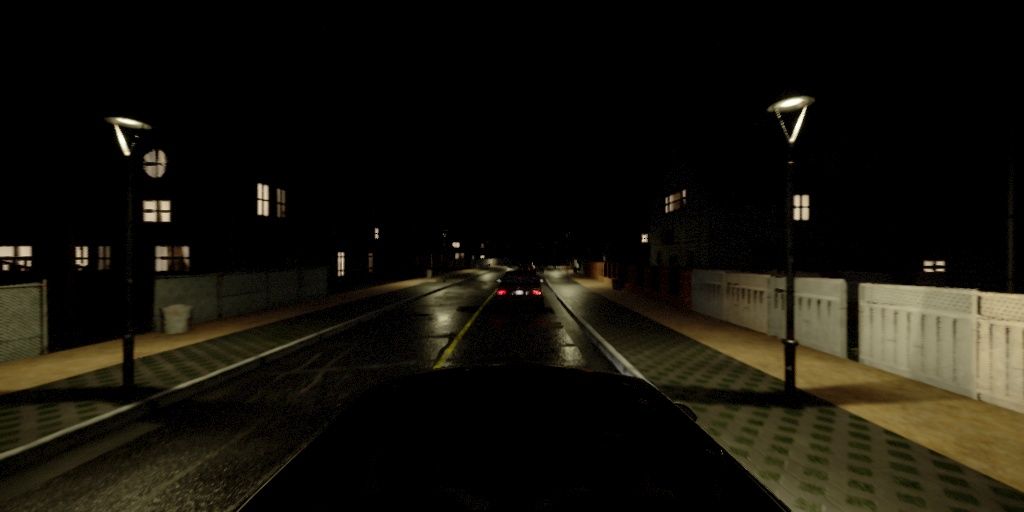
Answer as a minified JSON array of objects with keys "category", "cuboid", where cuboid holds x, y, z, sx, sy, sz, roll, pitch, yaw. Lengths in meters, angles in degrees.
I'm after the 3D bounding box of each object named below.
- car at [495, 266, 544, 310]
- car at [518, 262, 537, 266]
[{"category":"car","cuboid":[0.332,1.318,14.873,2.033,1.411,5.357,0,0,2]},{"category":"car","cuboid":[1.538,1.330,36.846,1.812,1.442,4.674,0,0,4]}]
